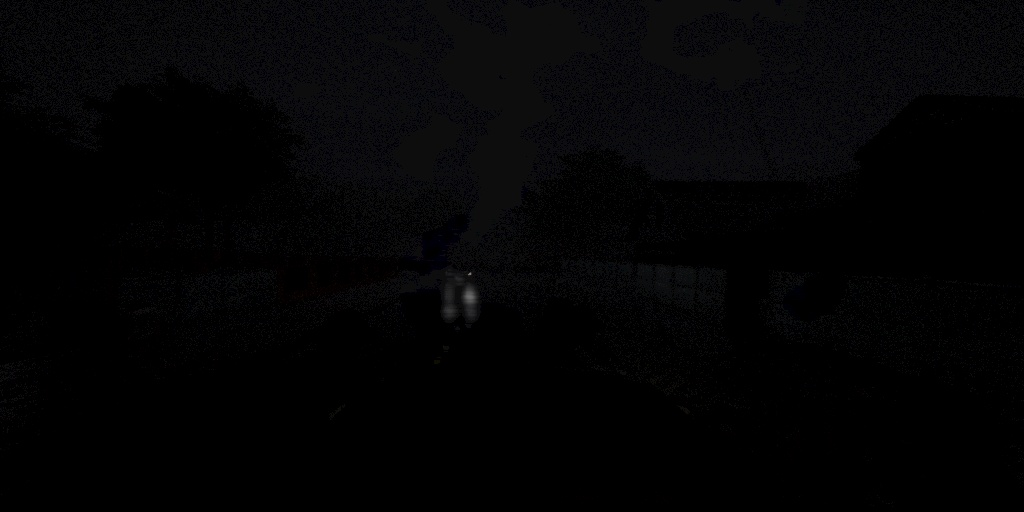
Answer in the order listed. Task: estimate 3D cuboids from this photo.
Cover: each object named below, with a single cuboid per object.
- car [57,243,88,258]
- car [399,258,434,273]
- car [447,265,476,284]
[{"bbox_3d":[-41.586,-0.438,34.746,5.008,1.535,1.882,3,0,-6],"label":"car"},{"bbox_3d":[-10.635,1.007,37.947,4.674,1.442,1.812,3,0,-6],"label":"car"},{"bbox_3d":[-3.733,1.325,26.949,1.895,1.301,4.718,0,0,-3],"label":"car"}]
